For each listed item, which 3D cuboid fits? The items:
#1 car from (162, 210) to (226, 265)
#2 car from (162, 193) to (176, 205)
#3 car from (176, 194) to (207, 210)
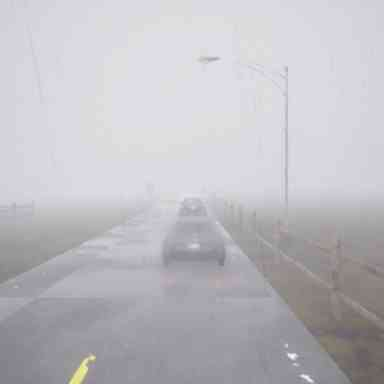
[{"bbox_3d":[0.072,1.530,11.620,1.994,1.385,4.181,0,0,0],"label":"car"},{"bbox_3d":[-2.821,0.899,44.172,1.882,1.535,5.008,0,2,0],"label":"car"},{"bbox_3d":[0.072,1.159,26.191,2.097,1.767,4.553,0,1,0],"label":"car"}]
